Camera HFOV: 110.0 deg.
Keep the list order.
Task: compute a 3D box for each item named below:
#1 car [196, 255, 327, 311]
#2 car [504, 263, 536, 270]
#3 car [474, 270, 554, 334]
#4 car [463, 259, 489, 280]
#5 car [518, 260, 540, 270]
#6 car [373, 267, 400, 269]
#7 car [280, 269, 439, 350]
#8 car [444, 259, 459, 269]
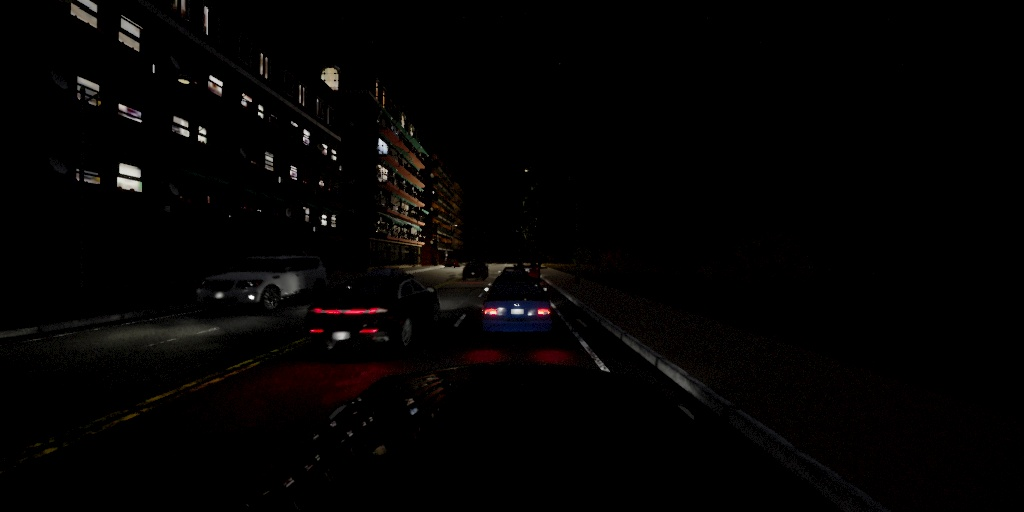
[{"bbox_3d":[-9.827,0.973,14.804,2.150,2.045,5.566,0,0,0],"label":"car"},{"bbox_3d":[0.129,1.317,20.916,1.994,1.385,4.181,0,0,1],"label":"car"},{"bbox_3d":[0.117,1.299,10.583,2.033,1.411,5.357,0,0,0],"label":"car"},{"bbox_3d":[-3.094,1.231,31.165,1.882,1.535,5.008,0,0,0],"label":"car"},{"bbox_3d":[1.189,1.105,29.851,2.097,1.767,4.553,0,0,0],"label":"car"},{"bbox_3d":[-6.572,1.300,18.498,2.033,1.411,5.357,0,0,0],"label":"car"},{"bbox_3d":[-3.138,1.243,9.022,2.128,1.511,4.902,0,0,0],"label":"car"},{"bbox_3d":[-9.728,1.230,58.044,1.882,1.535,5.008,0,0,0],"label":"car"}]
